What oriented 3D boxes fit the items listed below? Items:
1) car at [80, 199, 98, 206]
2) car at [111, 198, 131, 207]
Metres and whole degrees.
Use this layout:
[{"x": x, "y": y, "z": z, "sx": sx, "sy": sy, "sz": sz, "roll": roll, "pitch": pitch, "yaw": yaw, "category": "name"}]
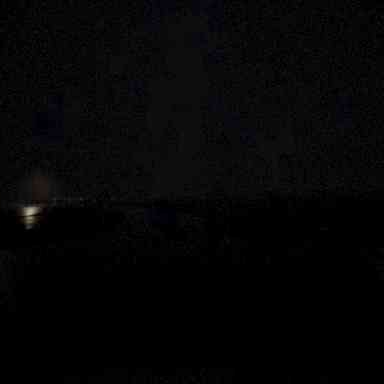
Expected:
[{"x": -18.740, "y": 1.887, "z": 61.583, "sx": 4.718, "sy": 1.301, "sz": 1.895, "roll": -1, "pitch": 0, "yaw": 41, "category": "car"}, {"x": -11.725, "y": 1.639, "z": 53.848, "sx": 1.882, "sy": 1.535, "sz": 5.008, "roll": -1, "pitch": 0, "yaw": -38, "category": "car"}]
